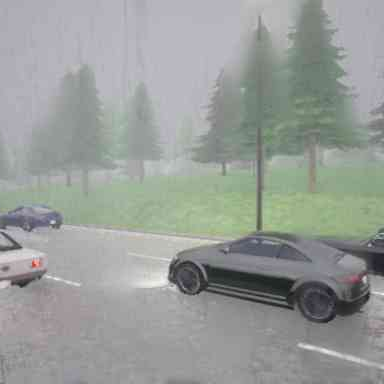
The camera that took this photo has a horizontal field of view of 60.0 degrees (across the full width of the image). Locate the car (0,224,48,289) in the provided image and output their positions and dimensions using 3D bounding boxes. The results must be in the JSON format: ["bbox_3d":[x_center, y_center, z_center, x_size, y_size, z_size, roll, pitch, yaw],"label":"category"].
[{"bbox_3d":[-5.579,1.563,7.966,4.718,1.301,1.895,0,0,35],"label":"car"}]

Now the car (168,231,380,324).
[{"bbox_3d":[1.512,1.552,7.211,4.181,1.385,1.994,0,0,35],"label":"car"}]

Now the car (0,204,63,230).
[{"bbox_3d":[-9.366,1.449,19.260,4.674,1.442,1.812,0,0,35],"label":"car"}]

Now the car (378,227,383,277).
[{"bbox_3d":[5.205,1.598,8.877,4.718,1.301,1.895,0,0,35],"label":"car"}]
